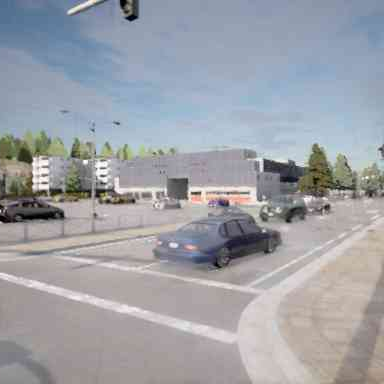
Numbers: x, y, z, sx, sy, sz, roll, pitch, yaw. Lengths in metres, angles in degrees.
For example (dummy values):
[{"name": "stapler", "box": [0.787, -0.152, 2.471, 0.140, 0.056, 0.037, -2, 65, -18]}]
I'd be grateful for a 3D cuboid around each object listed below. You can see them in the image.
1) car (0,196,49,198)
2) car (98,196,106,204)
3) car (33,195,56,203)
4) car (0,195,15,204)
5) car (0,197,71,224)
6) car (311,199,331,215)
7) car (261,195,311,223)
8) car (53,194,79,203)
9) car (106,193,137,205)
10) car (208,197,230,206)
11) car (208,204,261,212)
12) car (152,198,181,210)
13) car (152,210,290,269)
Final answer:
[{"name": "car", "box": [-14.014, 1.383, 25.479, 2.152, 1.636, 5.027, 0, 0, 35]}, {"name": "car", "box": [-14.144, 1.169, 57.155, 1.905, 1.878, 3.866, 0, 0, 35]}, {"name": "car", "box": [-30.030, 1.362, 67.963, 1.970, 1.475, 3.806, 0, 0, 35]}, {"name": "car", "box": [-37.085, 1.433, 64.314, 2.007, 1.523, 4.514, 0, 0, 35]}, {"name": "car", "box": [-11.420, 1.386, 23.713, 2.007, 1.523, 4.514, 0, 0, 35]}, {"name": "car", "box": [12.887, 1.528, 34.025, 1.837, 1.490, 4.892, 0, 0, 35]}, {"name": "car", "box": [7.167, 1.243, 25.802, 2.150, 2.045, 5.566, 0, 0, 35]}, {"name": "car", "box": [-24.599, 1.271, 64.529, 2.152, 1.636, 5.027, 0, 0, 35]}, {"name": "car", "box": [-11.531, 1.184, 55.817, 1.932, 1.855, 4.605, 0, 0, 35]}, {"name": "car", "box": [3.576, 1.424, 44.994, 1.845, 1.501, 3.633, 0, 0, 35]}, {"name": "car", "box": [1.853, 1.583, 18.113, 1.994, 1.385, 4.181, 0, 0, 35]}, {"name": "car", "box": [-3.136, 1.439, 40.647, 1.970, 1.475, 3.806, 0, 0, 35]}, {"name": "car", "box": [1.115, 1.560, 11.335, 2.033, 1.411, 5.357, 0, 0, 41]}]
